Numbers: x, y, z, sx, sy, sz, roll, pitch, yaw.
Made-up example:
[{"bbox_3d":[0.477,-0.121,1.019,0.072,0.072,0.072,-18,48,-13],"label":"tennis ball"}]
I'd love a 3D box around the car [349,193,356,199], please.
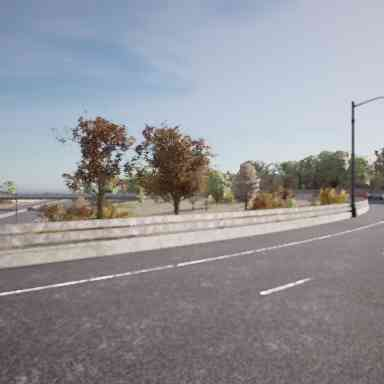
[{"bbox_3d":[39.799,1.338,86.224,1.882,1.535,5.008,0,0,1],"label":"car"}]
